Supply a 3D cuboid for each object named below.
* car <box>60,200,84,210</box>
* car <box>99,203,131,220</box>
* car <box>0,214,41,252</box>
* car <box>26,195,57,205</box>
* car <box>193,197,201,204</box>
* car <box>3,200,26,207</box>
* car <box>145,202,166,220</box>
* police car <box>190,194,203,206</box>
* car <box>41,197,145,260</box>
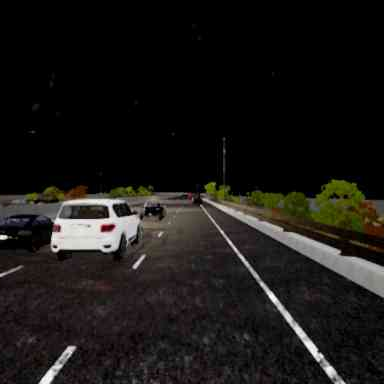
[{"bbox_3d":[-17.566,1.853,48.874,1.895,1.301,4.718,0,0,0],"label":"car"},{"bbox_3d":[-6.898,1.720,30.237,1.994,1.385,4.181,0,0,0],"label":"car"},{"bbox_3d":[-6.900,1.638,14.147,1.994,1.385,4.181,0,0,0],"label":"car"},{"bbox_3d":[-21.058,1.469,47.765,2.150,2.045,5.566,0,0,0],"label":"car"},{"bbox_3d":[1.053,1.826,72.828,1.801,1.575,5.366,0,0,0],"label":"car"},{"bbox_3d":[-24.557,1.792,47.204,2.033,1.411,5.357,0,0,1],"label":"car"},{"bbox_3d":[-3.398,1.644,29.557,2.128,1.511,4.902,0,0,0],"label":"car"},{"bbox_3d":[1.052,1.746,62.748,1.930,1.638,5.238,0,0,0],"label":"police car"},{"bbox_3d":[-3.399,1.288,12.784,2.150,2.045,5.566,0,0,0],"label":"car"}]
